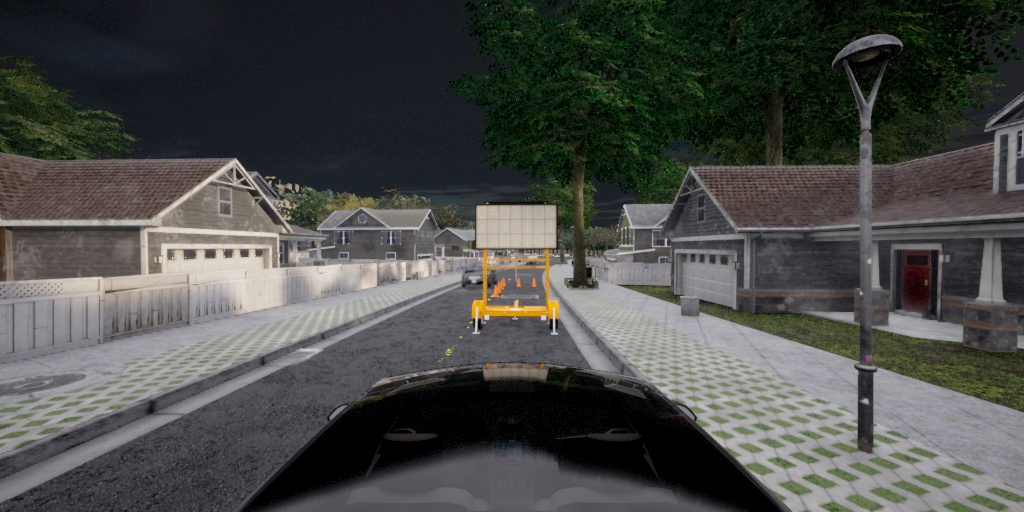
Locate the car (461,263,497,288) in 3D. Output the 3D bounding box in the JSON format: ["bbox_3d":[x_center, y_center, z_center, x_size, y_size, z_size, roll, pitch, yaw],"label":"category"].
[{"bbox_3d":[-2.097,1.238,23.697,2.128,1.511,4.902,0,0,4],"label":"car"}]

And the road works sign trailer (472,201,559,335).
[{"bbox_3d":[0.128,0.213,10.555,2.380,3.560,2.880,0,0,2],"label":"road works sign trailer"}]
